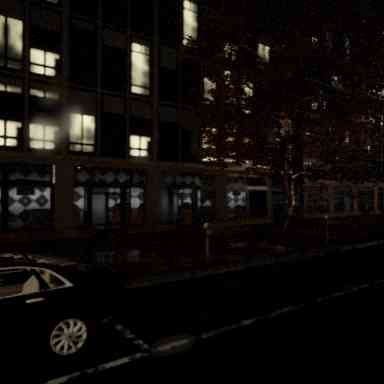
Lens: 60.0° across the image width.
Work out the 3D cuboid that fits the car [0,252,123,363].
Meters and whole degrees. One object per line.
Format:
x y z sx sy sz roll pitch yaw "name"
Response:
-3.105 1.550 4.342 4.403 1.369 2.008 0 0 -36 "car"
